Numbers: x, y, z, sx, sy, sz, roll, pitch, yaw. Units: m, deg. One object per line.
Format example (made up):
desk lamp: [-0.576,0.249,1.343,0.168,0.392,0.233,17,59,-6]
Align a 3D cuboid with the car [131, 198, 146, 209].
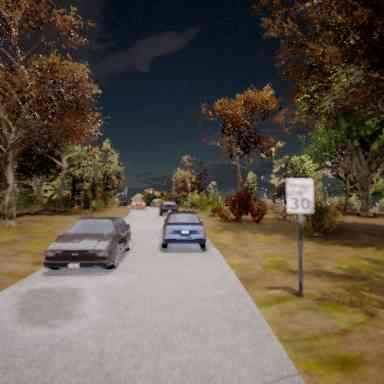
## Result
car: [-8.444,1.796,52.330,2.097,1.767,4.553,2,-2,-11]

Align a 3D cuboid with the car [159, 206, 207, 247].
car: [-0.423,1.574,15.062,2.033,1.411,5.357,0,0,-4]

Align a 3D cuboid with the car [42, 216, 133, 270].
car: [-3.162,1.538,11.266,2.033,1.411,5.357,0,0,-3]

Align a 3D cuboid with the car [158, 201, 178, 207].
car: [-2.558,1.713,35.624,1.837,1.490,4.892,1,-1,-8]
